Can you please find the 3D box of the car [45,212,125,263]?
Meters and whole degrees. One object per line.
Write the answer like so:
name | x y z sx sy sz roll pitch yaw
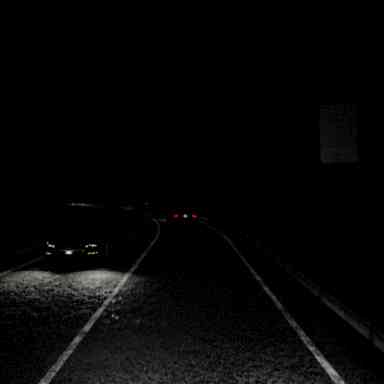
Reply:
car | -3.702 1.546 12.281 1.837 1.490 4.892 0 0 -1

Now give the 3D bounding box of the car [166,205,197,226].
car | -0.841 1.649 24.415 2.033 1.411 5.357 1 0 -9

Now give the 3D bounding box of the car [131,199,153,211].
car | -6.341 1.607 42.035 2.128 1.511 4.902 3 -1 -25

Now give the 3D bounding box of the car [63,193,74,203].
car | -19.936 0.982 55.981 2.097 1.767 4.553 5 -2 -43
